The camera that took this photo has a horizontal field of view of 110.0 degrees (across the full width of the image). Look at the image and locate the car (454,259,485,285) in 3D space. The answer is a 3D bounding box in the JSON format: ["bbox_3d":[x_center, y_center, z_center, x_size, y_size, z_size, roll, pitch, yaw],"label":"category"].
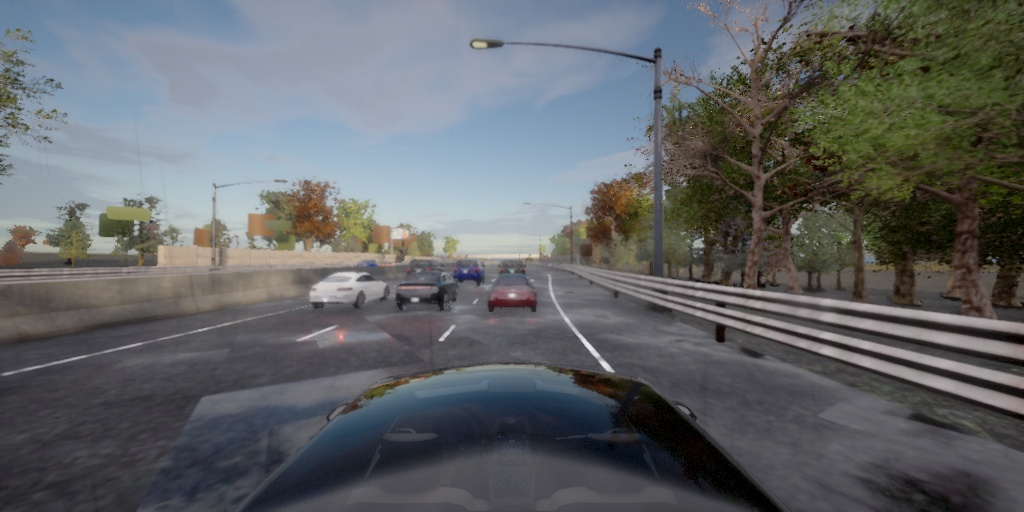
[{"bbox_3d":[-3.471,1.277,29.394,2.150,2.045,5.566,0,0,0],"label":"car"}]

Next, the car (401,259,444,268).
[{"bbox_3d":[-6.970,1.278,29.437,2.150,2.045,5.566,0,0,0],"label":"car"}]

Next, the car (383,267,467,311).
[{"bbox_3d":[-3.466,1.389,15.349,2.128,1.511,4.902,0,0,1],"label":"car"}]

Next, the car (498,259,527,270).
[{"bbox_3d":[0.029,1.278,29.438,2.150,2.045,5.566,0,0,0],"label":"car"}]

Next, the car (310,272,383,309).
[{"bbox_3d":[-6.962,1.426,15.740,1.812,1.442,4.674,0,0,1],"label":"car"}]

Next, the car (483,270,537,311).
[{"bbox_3d":[0.033,1.461,15.348,1.994,1.385,4.181,0,-1,1],"label":"car"}]
